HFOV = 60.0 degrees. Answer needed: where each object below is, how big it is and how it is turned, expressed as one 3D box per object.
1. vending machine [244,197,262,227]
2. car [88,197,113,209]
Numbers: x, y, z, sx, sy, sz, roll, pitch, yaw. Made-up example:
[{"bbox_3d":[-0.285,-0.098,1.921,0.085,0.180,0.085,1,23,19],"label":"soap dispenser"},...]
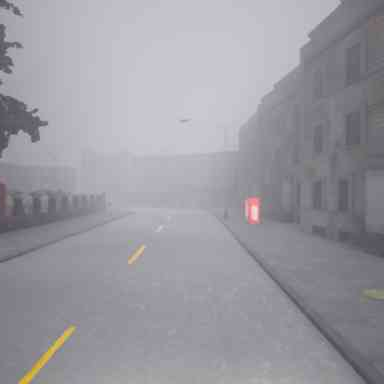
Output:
[{"bbox_3d":[4.303,1.392,23.491,1.100,2.100,0.880,0,0,0],"label":"vending machine"},{"bbox_3d":[-12.629,1.449,42.597,4.902,1.511,2.128,0,0,3],"label":"car"}]
